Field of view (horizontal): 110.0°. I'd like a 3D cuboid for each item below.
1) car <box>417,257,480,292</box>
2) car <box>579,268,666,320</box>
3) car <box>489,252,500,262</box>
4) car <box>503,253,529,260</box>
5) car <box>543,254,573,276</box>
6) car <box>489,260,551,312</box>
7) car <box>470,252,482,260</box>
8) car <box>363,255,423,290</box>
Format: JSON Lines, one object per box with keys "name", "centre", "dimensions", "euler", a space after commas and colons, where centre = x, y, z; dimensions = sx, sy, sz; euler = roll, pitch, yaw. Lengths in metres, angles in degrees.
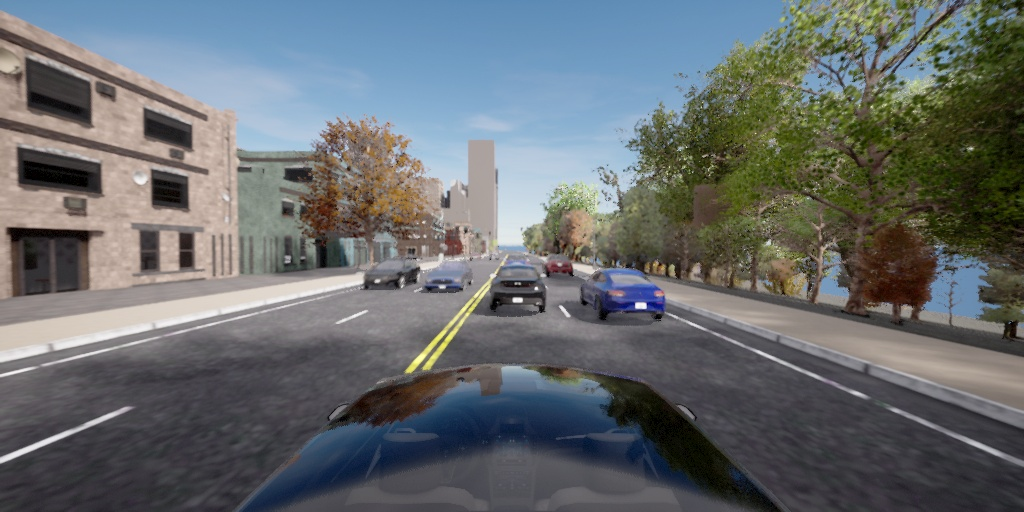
{"name": "car", "centre": [-3.130, 0.987, 18.948], "dimensions": [2.033, 1.411, 5.357], "euler": [0, 1, 1]}
{"name": "car", "centre": [3.442, 1.114, 11.770], "dimensions": [1.812, 1.442, 4.674], "euler": [0, 1, 1]}
{"name": "car", "centre": [-3.075, 0.119, 62.897], "dimensions": [2.128, 1.511, 4.902], "euler": [0, 1, 0]}
{"name": "car", "centre": [0.350, 0.628, 29.053], "dimensions": [2.097, 1.767, 4.553], "euler": [0, 1, 0]}
{"name": "car", "centre": [3.601, 0.641, 29.011], "dimensions": [2.097, 1.767, 4.553], "euler": [0, 1, 0]}
{"name": "car", "centre": [0.216, 1.055, 13.207], "dimensions": [1.837, 1.490, 4.892], "euler": [0, 1, 1]}
{"name": "car", "centre": [-6.325, -0.002, 62.883], "dimensions": [1.812, 1.442, 4.674], "euler": [0, 1, 0]}
{"name": "car", "centre": [-6.389, 0.892, 19.618], "dimensions": [1.882, 1.535, 5.008], "euler": [0, 1, 1]}
